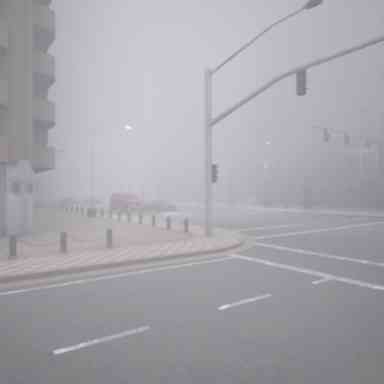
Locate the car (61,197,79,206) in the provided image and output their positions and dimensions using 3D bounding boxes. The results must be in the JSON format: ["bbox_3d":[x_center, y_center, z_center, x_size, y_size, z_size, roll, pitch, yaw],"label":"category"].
[{"bbox_3d":[-19.256,1.479,52.498,1.994,1.385,4.181,0,0,-35],"label":"car"}]

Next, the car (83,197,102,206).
[{"bbox_3d":[-16.230,1.471,54.272,1.994,1.385,4.181,0,0,-35],"label":"car"}]

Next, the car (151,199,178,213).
[{"bbox_3d":[-3.300,1.471,35.639,1.994,1.385,4.181,0,0,-35],"label":"car"}]

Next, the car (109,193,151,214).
[{"bbox_3d":[-6.716,1.136,34.411,2.150,2.045,5.566,0,0,-35],"label":"car"}]
